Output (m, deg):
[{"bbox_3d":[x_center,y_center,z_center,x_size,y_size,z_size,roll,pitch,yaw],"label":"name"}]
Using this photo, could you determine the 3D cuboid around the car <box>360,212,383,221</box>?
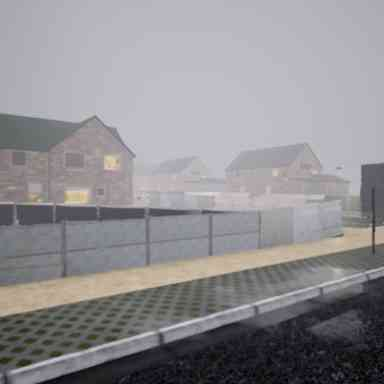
[{"bbox_3d":[13.721,1.374,21.913,1.895,1.301,4.718,0,1,-33],"label":"car"}]

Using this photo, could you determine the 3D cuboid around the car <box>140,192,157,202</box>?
[{"bbox_3d":[-6.726,0.742,49.821,1.994,1.385,4.181,0,1,-35],"label":"car"}]
